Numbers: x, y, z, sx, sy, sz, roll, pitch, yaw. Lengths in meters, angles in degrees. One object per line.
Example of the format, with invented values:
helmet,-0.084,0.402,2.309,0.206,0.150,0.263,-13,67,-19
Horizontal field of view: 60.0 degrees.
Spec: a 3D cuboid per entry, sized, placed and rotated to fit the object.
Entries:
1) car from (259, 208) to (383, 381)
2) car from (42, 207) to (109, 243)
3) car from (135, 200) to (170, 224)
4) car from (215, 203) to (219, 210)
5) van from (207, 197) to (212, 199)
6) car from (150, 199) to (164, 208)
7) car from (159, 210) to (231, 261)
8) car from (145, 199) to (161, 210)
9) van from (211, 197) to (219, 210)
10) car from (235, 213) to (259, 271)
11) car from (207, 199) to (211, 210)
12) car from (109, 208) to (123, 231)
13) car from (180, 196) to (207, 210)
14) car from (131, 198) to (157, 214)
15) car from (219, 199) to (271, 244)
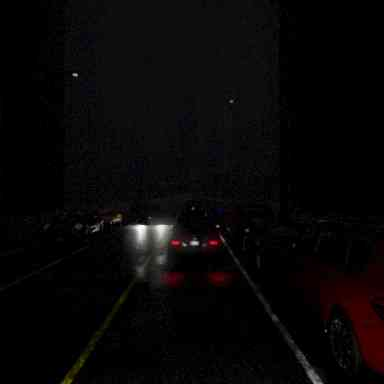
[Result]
car,2.763,1.352,5.447,2.192,1.841,5.009,0,0,0
car,-5.759,1.550,16.469,1.967,1.590,4.097,0,0,0
car,-3.092,1.683,26.787,1.837,1.490,4.892,0,0,0
car,2.768,1.691,21.983,1.887,1.381,4.507,0,0,0
van,2.776,1.672,49.547,1.690,1.788,3.998,0,0,0
car,-5.747,1.919,55.059,2.008,1.369,4.403,0,0,0
car,0.090,1.632,12.658,2.033,1.411,5.357,0,0,0
car,-5.749,1.856,49.377,1.752,1.417,4.829,0,0,0
van,2.770,1.524,27.497,1.690,1.788,3.998,0,0,0
car,2.765,1.618,10.958,1.887,1.381,4.507,0,0,0
car,2.773,1.822,38.521,1.947,1.339,4.313,0,0,0
car,-5.757,1.671,21.811,1.752,1.417,4.829,0,0,0
car,0.103,1.568,32.436,2.097,1.767,4.553,0,0,0
car,-5.752,1.572,38.522,2.192,1.841,5.009,0,0,0
car,2.766,1.425,16.472,2.192,1.841,5.009,0,0,0
